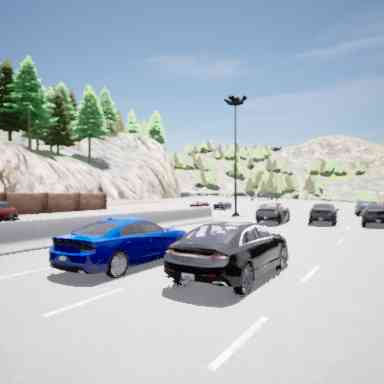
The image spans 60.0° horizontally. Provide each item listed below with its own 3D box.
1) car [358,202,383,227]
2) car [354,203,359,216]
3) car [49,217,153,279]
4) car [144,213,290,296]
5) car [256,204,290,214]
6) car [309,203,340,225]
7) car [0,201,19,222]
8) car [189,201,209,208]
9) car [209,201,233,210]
[{"bbox_3d":[13.022,1.630,23.543,1.837,1.490,4.892,0,-1,26],"label":"car"},{"bbox_3d":[17.914,1.733,34.384,2.033,1.411,5.357,0,0,23],"label":"car"},{"bbox_3d":[-1.993,1.539,10.528,1.882,1.535,5.008,0,0,31],"label":"car"},{"bbox_3d":[1.164,1.544,8.992,2.128,1.511,4.902,0,0,31],"label":"car"},{"bbox_3d":[6.287,1.634,25.647,2.128,1.511,4.902,0,0,27],"label":"car"},{"bbox_3d":[10.113,1.644,25.520,1.837,1.490,4.892,0,0,26],"label":"car"},{"bbox_3d":[-14.883,1.496,23.594,2.097,1.767,4.553,0,0,30],"label":"car"},{"bbox_3d":[1.151,1.936,49.212,1.895,1.301,4.718,0,0,20],"label":"car"},{"bbox_3d":[4.441,1.892,48.017,1.895,1.301,4.718,0,0,20],"label":"car"}]
